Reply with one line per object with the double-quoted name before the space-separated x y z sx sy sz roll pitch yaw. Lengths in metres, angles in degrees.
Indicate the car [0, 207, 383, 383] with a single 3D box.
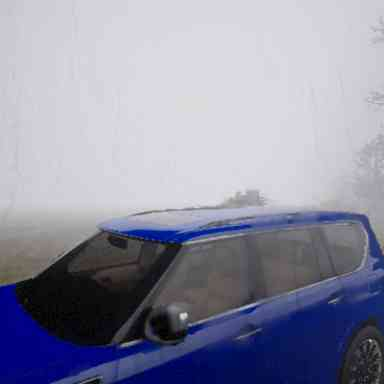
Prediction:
"car" -0.111 1.219 3.297 5.566 2.045 2.150 0 0 -35
